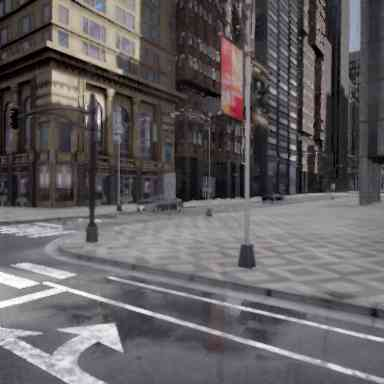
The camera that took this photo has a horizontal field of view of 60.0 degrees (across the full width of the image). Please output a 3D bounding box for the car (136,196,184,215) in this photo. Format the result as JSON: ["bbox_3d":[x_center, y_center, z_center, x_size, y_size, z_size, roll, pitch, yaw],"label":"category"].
[{"bbox_3d":[-2.681,1.078,28.746,2.128,1.511,4.902,1,1,36],"label":"car"}]

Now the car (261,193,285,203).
[{"bbox_3d":[11.949,0.853,49.086,1.895,1.301,4.718,1,1,36],"label":"car"}]
